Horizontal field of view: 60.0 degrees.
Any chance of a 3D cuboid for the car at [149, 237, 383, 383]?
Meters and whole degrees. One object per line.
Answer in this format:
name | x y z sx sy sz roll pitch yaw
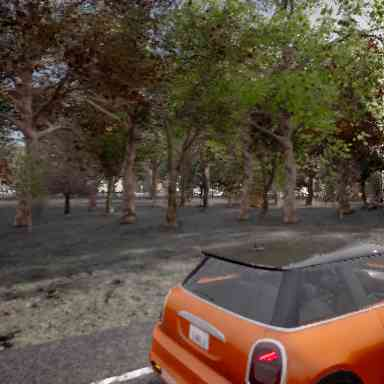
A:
car | 1.843 1.375 4.247 4.553 1.767 2.097 0 0 -33
